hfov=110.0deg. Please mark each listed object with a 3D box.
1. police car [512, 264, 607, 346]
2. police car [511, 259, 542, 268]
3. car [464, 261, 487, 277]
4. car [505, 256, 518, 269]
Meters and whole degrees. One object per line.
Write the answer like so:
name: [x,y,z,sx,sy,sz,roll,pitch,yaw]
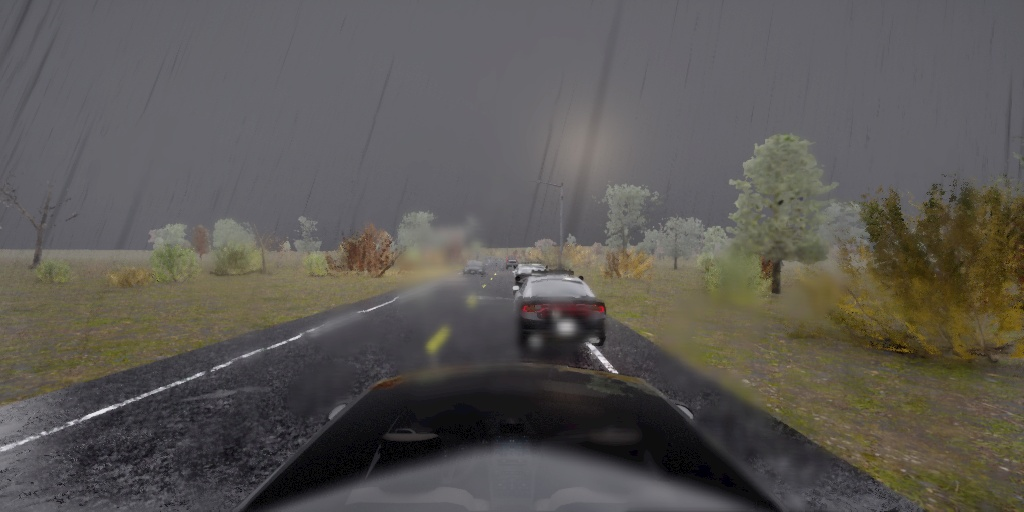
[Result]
police car: [1.050,1.170,9.512,1.930,1.638,5.238,0,0,0]
police car: [1.049,1.159,19.514,1.930,1.638,5.238,0,0,0]
car: [-3.502,1.211,34.735,1.837,1.490,4.892,0,0,0]
car: [0.056,1.166,52.581,1.837,1.490,4.892,0,0,0]
